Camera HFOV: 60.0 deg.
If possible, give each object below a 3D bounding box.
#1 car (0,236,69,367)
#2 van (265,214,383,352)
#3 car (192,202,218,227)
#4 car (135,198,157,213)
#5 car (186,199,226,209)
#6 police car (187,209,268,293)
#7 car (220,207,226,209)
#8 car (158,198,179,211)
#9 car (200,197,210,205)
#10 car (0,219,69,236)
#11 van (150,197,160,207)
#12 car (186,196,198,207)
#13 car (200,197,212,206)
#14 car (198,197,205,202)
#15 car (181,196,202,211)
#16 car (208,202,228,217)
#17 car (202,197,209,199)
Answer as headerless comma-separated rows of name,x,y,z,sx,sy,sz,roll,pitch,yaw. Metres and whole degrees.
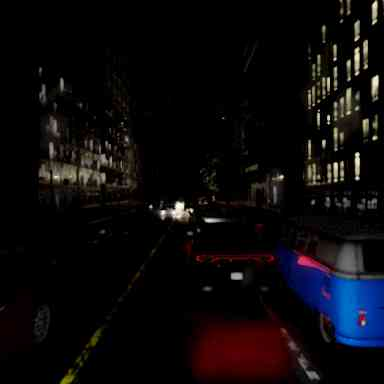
car,-3.103,1.548,3.625,1.812,1.442,4.674,0,0,0
van,2.684,1.378,6.065,1.690,1.788,3.998,0,0,0
car,0.870,1.607,25.271,1.801,1.575,5.366,0,0,0
car,-5.739,1.790,40.210,2.008,1.369,4.403,0,0,0
car,0.828,1.466,19.043,2.097,1.767,4.553,0,0,-1
police car,0.890,1.481,9.191,1.930,1.638,5.238,0,0,0
car,2.670,1.687,17.447,1.802,1.307,4.206,0,0,0
car,-3.152,1.793,45.568,1.812,1.442,4.674,0,0,0
car,2.606,1.814,68.680,1.967,1.590,4.097,0,0,0
car,-5.704,1.653,11.747,1.802,1.307,4.206,0,0,0
van,-5.753,1.639,51.597,1.690,1.788,3.998,0,0,0
car,-0.074,1.687,59.811,2.097,1.767,4.553,0,0,0
car,2.613,1.789,62.988,1.967,1.590,4.097,0,0,0
car,2.578,2.012,91.449,1.887,1.381,4.507,0,0,0
car,-0.049,1.620,45.664,2.097,1.767,4.553,0,0,0
car,2.648,1.789,34.525,1.802,1.307,4.206,0,0,0
car,2.634,1.820,45.910,2.008,1.369,4.403,0,0,0
